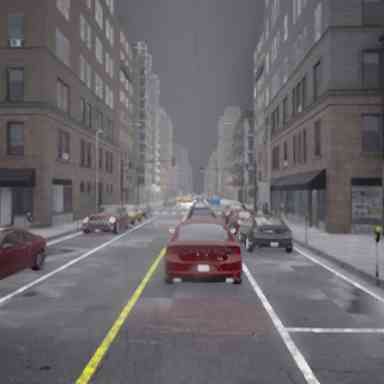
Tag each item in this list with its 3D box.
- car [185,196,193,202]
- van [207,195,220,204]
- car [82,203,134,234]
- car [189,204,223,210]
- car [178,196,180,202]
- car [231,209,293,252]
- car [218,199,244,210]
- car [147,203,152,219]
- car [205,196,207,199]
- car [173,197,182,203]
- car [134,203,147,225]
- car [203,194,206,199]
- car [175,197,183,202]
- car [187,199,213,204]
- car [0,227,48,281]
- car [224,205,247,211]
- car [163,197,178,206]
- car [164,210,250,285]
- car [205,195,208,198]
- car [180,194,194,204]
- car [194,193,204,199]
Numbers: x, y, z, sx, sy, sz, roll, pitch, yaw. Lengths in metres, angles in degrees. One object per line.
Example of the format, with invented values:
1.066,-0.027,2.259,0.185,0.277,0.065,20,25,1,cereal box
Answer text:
-0.652,1.844,88.583,1.994,1.385,4.181,0,0,1,car
3.989,1.558,57.467,1.690,1.788,3.998,0,0,1,van
-4.949,1.512,19.545,1.967,1.590,4.097,0,0,1,car
0.564,1.641,20.133,1.994,1.385,4.181,0,0,0,car
-3.897,1.780,63.331,1.887,1.381,4.507,0,0,1,car
2.941,1.605,13.841,2.008,1.369,4.403,0,0,1,car
3.206,1.536,24.876,1.967,1.590,4.097,0,0,1,car
-4.684,1.665,30.577,2.008,1.369,4.403,0,0,1,car
4.263,1.841,68.825,1.802,1.307,4.206,0,0,1,car
-3.491,1.820,80.202,1.752,1.417,4.829,0,0,1,car
-4.821,1.618,24.890,1.752,1.417,4.829,0,0,1,car
4.673,1.630,85.866,2.192,1.841,5.009,0,0,1,car
-3.351,1.878,86.052,1.947,1.339,4.313,0,0,1,car
0.708,1.642,30.775,1.812,1.442,4.674,0,0,1,car
-5.215,1.613,8.510,1.802,1.307,4.206,0,0,1,car
3.074,1.657,19.359,1.802,1.307,4.206,0,0,1,car
-4.034,1.765,57.651,2.008,1.369,4.403,0,0,1,car
0.306,1.515,9.698,1.882,1.535,5.008,0,0,1,car
4.536,1.879,80.185,1.802,1.307,4.206,0,0,1,car
-1.046,1.747,72.164,1.882,1.535,5.008,0,0,1,car
2.076,1.670,87.621,2.097,1.767,4.553,0,0,1,car
